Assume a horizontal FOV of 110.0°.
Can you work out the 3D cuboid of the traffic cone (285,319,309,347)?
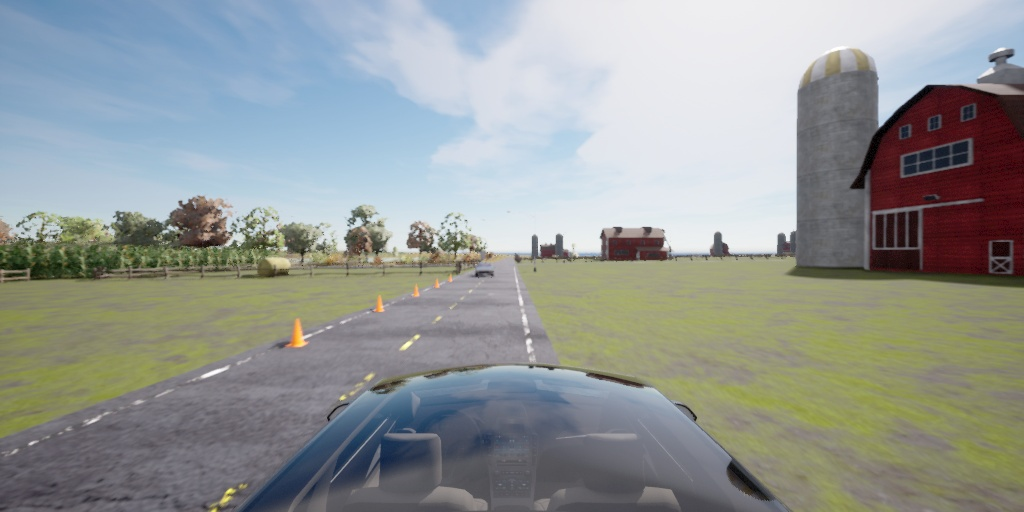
[{"bbox_3d":[-4.826,1.708,8.064,0.340,0.580,0.340,0,0,0],"label":"traffic cone"}]

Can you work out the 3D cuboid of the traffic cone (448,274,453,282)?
[{"bbox_3d":[-4.829,1.716,28.065,0.340,0.580,0.340,0,0,0],"label":"traffic cone"}]

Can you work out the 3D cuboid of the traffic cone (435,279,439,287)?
[{"bbox_3d":[-4.829,1.714,23.065,0.340,0.580,0.340,0,0,0],"label":"traffic cone"}]

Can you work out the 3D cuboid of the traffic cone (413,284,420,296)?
[{"bbox_3d":[-4.828,1.713,18.064,0.340,0.580,0.340,0,0,0],"label":"traffic cone"}]

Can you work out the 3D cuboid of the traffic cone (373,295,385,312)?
[{"bbox_3d":[-4.827,1.711,13.065,0.340,0.580,0.340,0,0,0],"label":"traffic cone"}]

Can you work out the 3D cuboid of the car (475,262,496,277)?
[{"bbox_3d":[-2.619,1.310,35.268,2.033,1.411,5.357,0,0,-3],"label":"car"}]
